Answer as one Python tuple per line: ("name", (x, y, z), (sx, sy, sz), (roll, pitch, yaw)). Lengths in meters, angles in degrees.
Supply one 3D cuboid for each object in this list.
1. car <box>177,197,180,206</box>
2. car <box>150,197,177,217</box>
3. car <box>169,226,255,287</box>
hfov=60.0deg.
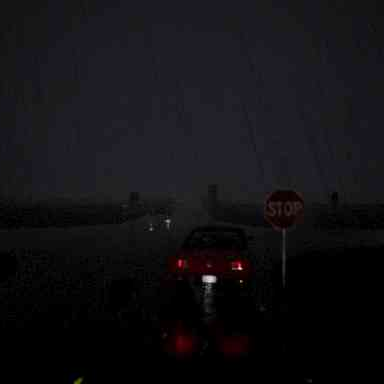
("car", (-2.852, 1.559, 42.665), (1.837, 1.490, 4.892), (0, 0, 0))
("car", (-2.887, 1.529, 32.569), (1.882, 1.535, 5.008), (0, 0, 1))
("car", (0.799, 1.623, 9.479), (1.895, 1.301, 4.718), (0, 0, 11))
